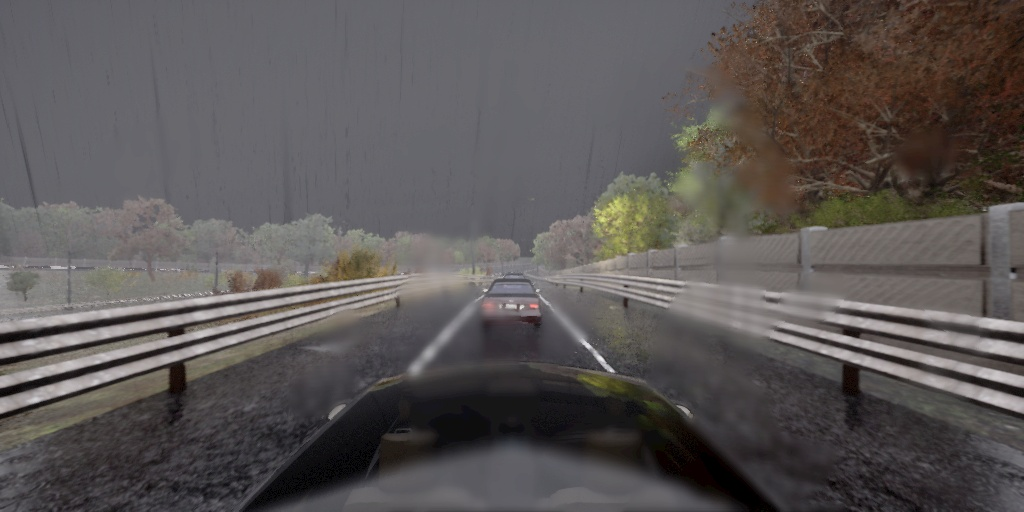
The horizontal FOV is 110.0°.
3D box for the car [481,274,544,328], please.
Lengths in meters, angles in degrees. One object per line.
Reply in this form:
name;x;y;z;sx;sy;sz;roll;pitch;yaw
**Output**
car;0.005;1.452;11.986;2.033;1.411;5.357;0;-1;0
